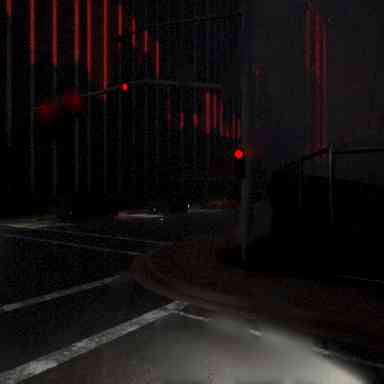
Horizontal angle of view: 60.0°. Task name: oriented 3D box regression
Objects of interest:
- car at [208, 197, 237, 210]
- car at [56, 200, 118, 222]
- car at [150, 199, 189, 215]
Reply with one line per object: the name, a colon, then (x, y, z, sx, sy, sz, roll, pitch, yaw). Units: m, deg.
car: (3.977, 1.422, 42.604, 1.882, 1.535, 5.008, 0, 0, 36)
car: (-8.008, 1.422, 25.830, 1.882, 1.535, 5.008, 0, 0, 36)
car: (-2.198, 1.449, 33.967, 1.837, 1.490, 4.892, 0, 0, 36)
